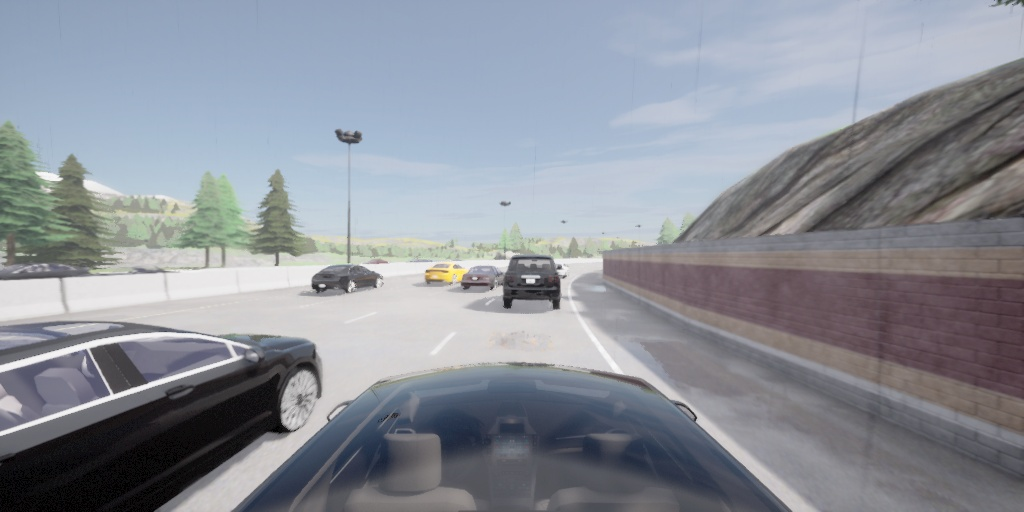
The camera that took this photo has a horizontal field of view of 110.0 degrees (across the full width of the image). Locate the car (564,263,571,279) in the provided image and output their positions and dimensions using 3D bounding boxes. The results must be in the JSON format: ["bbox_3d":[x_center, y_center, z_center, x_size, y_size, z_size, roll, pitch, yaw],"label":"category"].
[{"bbox_3d":[4.210,1.267,33.081,1.812,1.442,4.674,0,0,14],"label":"car"}]

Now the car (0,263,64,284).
[{"bbox_3d":[-26.834,1.148,19.927,2.128,1.511,4.902,0,0,7],"label":"car"}]

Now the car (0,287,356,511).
[{"bbox_3d":[-3.314,1.231,2.603,2.128,1.511,4.902,0,0,1],"label":"car"}]

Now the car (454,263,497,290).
[{"bbox_3d":[-1.643,1.281,22.233,2.033,1.411,5.357,0,0,9],"label":"car"}]

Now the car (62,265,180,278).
[{"bbox_3d":[-23.102,1.268,21.734,1.895,1.301,4.718,0,0,8],"label":"car"}]

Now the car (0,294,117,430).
[{"bbox_3d":[-6.858,1.276,2.605,2.033,1.411,5.357,0,0,1],"label":"car"}]

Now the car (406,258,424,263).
[{"bbox_3d":[-12.549,1.231,51.517,2.033,1.411,5.357,0,0,13],"label":"car"}]

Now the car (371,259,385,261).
[{"bbox_3d":[-21.574,1.178,56.691,1.812,1.442,4.674,0,0,20],"label":"car"}]

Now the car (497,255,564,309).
[{"bbox_3d":[0.932,0.967,15.166,2.150,2.045,5.566,0,0,6],"label":"car"}]

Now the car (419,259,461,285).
[{"bbox_3d":[-4.548,1.200,25.717,1.882,1.535,5.008,0,0,10],"label":"car"}]

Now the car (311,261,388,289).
[{"bbox_3d":[-9.001,1.217,19.995,1.837,1.490,4.892,0,0,7],"label":"car"}]
